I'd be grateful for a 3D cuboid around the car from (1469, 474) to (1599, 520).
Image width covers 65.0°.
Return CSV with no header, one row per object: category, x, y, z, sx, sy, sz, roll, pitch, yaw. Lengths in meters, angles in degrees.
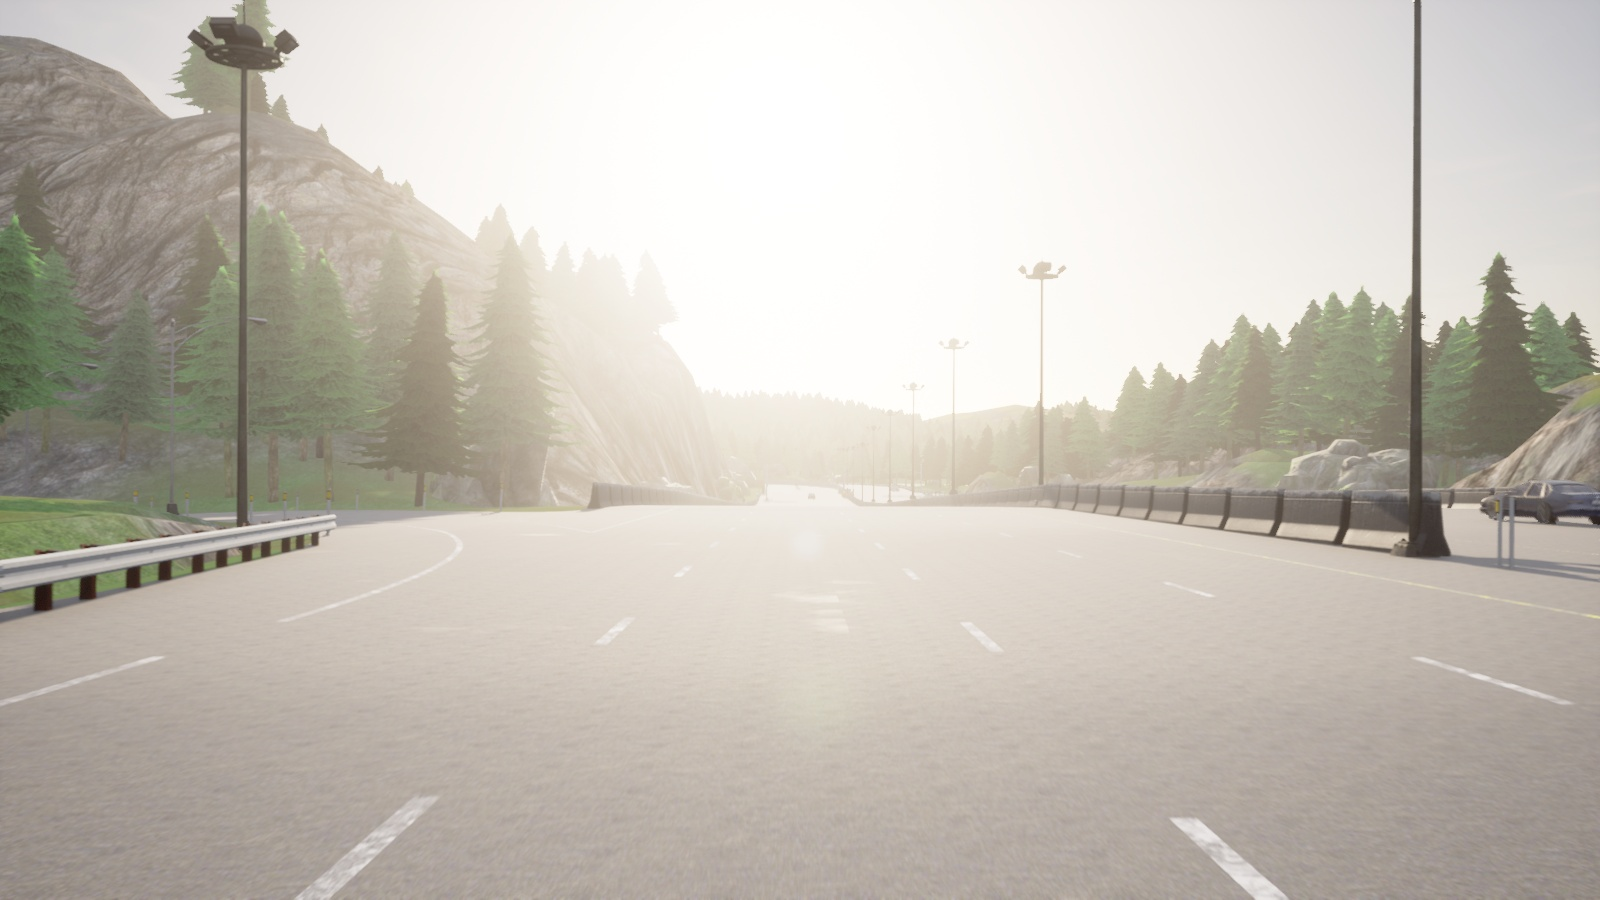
car,24.403,1.491,41.165,2.033,1.411,5.357,0,-1,0
